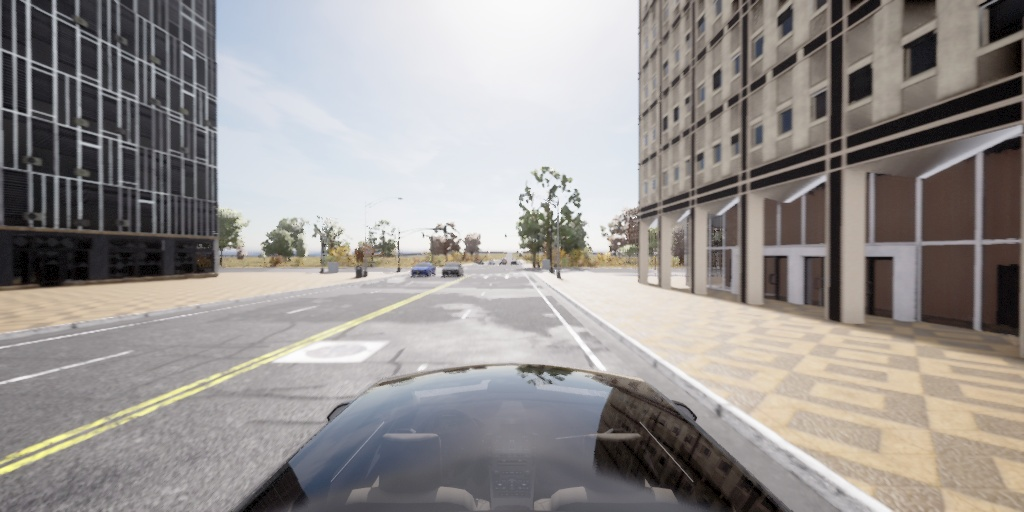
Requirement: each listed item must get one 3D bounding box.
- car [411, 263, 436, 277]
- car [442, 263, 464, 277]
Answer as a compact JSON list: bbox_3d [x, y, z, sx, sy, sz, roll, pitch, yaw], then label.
[{"bbox_3d":[-9.748,1.481,39.798,1.882,1.535,5.008,0,-1,0],"label":"car"},{"bbox_3d":[-6.498,1.481,39.782,1.882,1.535,5.008,0,-1,0],"label":"car"}]
